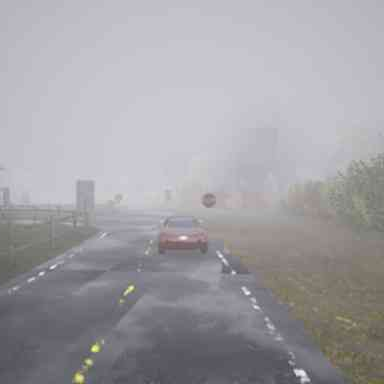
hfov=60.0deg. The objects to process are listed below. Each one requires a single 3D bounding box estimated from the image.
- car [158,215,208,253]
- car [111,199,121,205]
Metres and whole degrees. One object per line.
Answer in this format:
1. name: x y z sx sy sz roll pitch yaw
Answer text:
1. car: -0.456 1.694 14.387 1.994 1.385 4.181 0 0 -4
2. car: -16.819 2.177 72.823 2.033 1.411 5.357 0 0 -22
